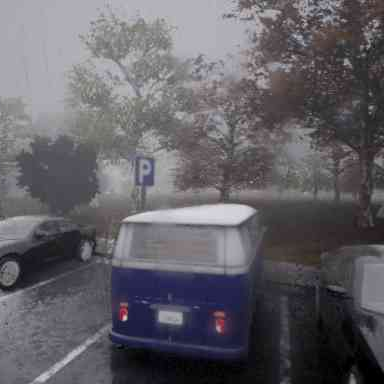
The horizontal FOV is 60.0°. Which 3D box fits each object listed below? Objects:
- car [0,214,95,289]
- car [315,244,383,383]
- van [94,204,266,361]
[{"bbox_3d":[-4.578,1.419,9.306,2.097,1.535,5.008,1,0,15],"label":"car"},{"bbox_3d":[2.714,1.484,4.183,2.097,1.535,5.008,1,0,15],"label":"car"},{"bbox_3d":[0.311,1.237,6.013,1.878,1.987,4.442,0,0,15],"label":"van"}]
